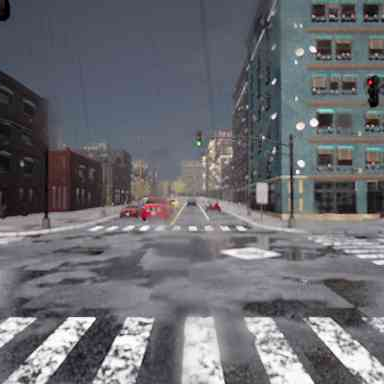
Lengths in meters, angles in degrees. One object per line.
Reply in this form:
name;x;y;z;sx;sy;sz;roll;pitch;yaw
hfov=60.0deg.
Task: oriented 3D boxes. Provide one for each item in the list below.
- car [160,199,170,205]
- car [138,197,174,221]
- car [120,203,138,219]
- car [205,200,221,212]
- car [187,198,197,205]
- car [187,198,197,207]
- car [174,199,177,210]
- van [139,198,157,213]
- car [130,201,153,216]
car;-5.705;2.120;71.822;1.802;1.307;4.206;1;0;0
car;-3.118;1.445;29.810;2.150;2.045;5.566;0;0;0
car;-5.765;1.784;32.020;1.887;1.381;4.507;1;0;0
car;2.689;1.765;43.454;1.967;1.590;4.097;1;0;0
car;-0.027;1.910;70.119;1.994;1.385;4.181;0;0;0
car;-0.023;1.994;59.692;2.033;1.411;5.357;0;0;0
car;-3.104;1.823;39.791;1.812;1.442;4.674;0;0;0
van;-5.689;1.665;43.391;1.690;1.788;3.998;1;0;0
car;-5.691;1.827;37.702;1.887;1.381;4.507;1;0;0
